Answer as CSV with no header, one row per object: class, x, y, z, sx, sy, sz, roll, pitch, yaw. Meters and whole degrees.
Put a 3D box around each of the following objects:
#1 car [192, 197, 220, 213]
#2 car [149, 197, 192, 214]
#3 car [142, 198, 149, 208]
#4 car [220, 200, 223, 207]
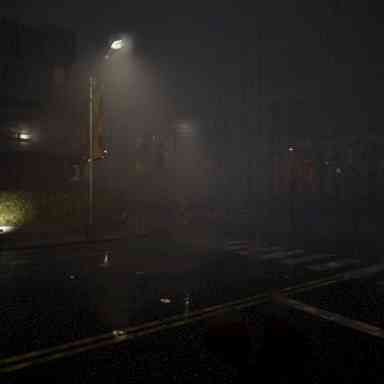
car,0.711,1.564,36.697,1.994,1.385,4.181,0,0,-35
car,-2.373,1.526,35.002,1.812,1.442,4.674,0,0,-35
car,-5.089,1.492,45.125,2.128,1.511,4.902,0,0,-34
car,2.429,1.477,48.584,1.882,1.535,5.008,0,0,-35
